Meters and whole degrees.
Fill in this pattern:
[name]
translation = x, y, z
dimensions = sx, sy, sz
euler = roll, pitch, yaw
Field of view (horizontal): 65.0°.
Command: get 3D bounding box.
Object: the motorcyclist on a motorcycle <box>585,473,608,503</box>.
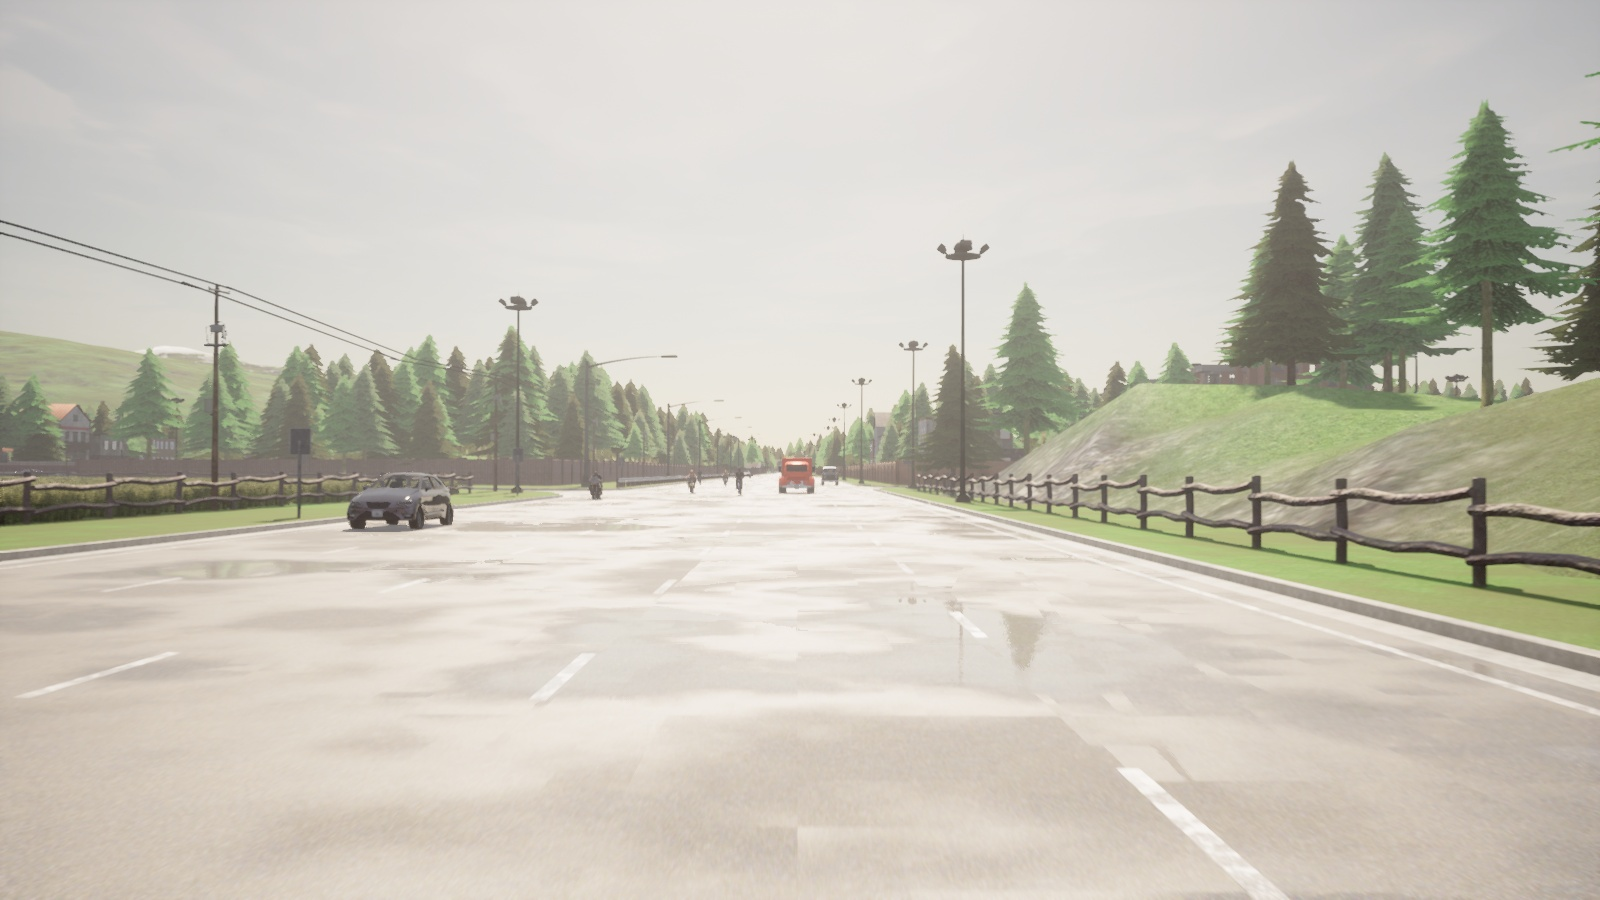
[motorcyclist on a motorcycle]
translation = -10.655, 1.964, 65.749
dimensions = 0.866, 1.530, 2.191
euler = 0, -1, -1

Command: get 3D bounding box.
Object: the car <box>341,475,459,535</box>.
[car]
translation = -10.582, 1.416, 33.507
dimensions = 1.816, 1.474, 4.193
euler = 0, -1, 0

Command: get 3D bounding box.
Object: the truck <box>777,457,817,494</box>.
[truck]
translation = -0.215, 1.753, 87.107
dimensions = 2.627, 2.467, 5.204
euler = 0, -1, 0
